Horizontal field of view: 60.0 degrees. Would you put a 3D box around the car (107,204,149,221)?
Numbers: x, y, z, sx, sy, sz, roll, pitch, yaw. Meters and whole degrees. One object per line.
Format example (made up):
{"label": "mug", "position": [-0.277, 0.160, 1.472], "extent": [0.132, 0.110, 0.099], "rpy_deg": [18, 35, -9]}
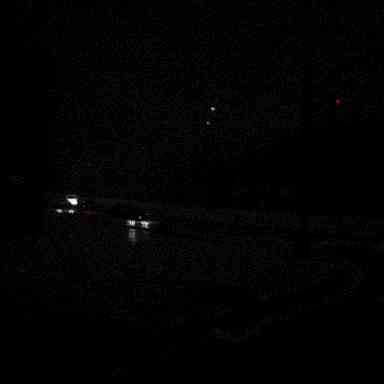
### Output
{"label": "car", "position": [-5.833, 1.749, 29.769], "extent": [2.033, 1.411, 5.357], "rpy_deg": [3, -2, -36]}

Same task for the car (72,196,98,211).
{"label": "car", "position": [-14.927, 1.823, 47.428], "extent": [2.128, 1.511, 4.902], "rpy_deg": [3, -1, -35]}

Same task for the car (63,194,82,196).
{"label": "car", "position": [-20.797, 1.431, 55.560], "extent": [2.150, 2.045, 5.566], "rpy_deg": [3, -1, -36]}

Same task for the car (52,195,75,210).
{"label": "car", "position": [-18.645, 1.649, 47.789], "extent": [1.882, 1.535, 5.008], "rpy_deg": [3, -2, -35]}
